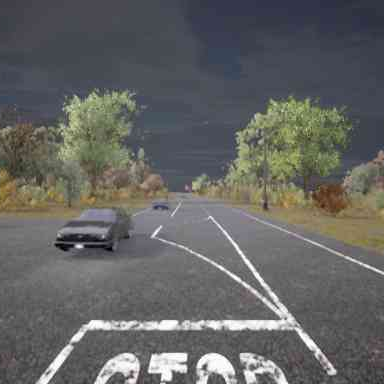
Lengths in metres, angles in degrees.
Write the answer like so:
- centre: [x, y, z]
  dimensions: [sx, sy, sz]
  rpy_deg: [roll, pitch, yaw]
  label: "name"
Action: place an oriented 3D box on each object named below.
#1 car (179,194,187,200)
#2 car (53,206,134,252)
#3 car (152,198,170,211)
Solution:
- centre: [-2.365, 1.345, 90.239]
  dimensions: [2.033, 1.411, 5.357]
  rpy_deg: [0, 0, 6]
  label: "car"
- centre: [-3.516, 1.288, 13.043]
  dimensions: [2.033, 1.411, 5.357]
  rpy_deg: [1, 1, 0]
  label: "car"
- centre: [-3.644, 1.454, 40.230]
  dimensions: [2.033, 1.411, 5.357]
  rpy_deg: [0, 0, 0]
  label: "car"
